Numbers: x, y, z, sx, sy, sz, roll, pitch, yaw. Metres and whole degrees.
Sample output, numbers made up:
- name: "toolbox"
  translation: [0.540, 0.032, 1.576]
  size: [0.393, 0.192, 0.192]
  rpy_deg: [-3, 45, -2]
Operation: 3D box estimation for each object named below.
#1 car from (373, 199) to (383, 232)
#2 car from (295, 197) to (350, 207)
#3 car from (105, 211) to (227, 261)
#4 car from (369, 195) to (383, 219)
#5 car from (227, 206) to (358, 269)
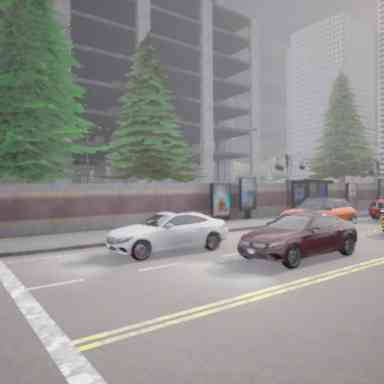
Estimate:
- name: "car"
  translation: [11.172, 1.188, 16.232]
  size: [5.008, 1.535, 1.882]
  rpy_deg: [-1, 1, -36]
- name: "car"
  translation: [6.514, 1.109, 17.214]
  size: [4.553, 1.767, 2.097]
  rpy_deg: [-1, 1, -35]
- name: "car"
  translation: [-0.772, 1.426, 12.029]
  size: [4.674, 1.442, 1.812]
  rpy_deg: [-1, 1, -34]
- name: "car"
  translation: [14.440, 0.823, 22.848]
  size: [5.566, 2.045, 2.150]
  rpy_deg: [-1, 1, -35]
- name: "car"
  translation: [3.572, 1.385, 10.807]
  size: [4.674, 1.442, 1.812]
  rpy_deg: [-1, 1, -35]
